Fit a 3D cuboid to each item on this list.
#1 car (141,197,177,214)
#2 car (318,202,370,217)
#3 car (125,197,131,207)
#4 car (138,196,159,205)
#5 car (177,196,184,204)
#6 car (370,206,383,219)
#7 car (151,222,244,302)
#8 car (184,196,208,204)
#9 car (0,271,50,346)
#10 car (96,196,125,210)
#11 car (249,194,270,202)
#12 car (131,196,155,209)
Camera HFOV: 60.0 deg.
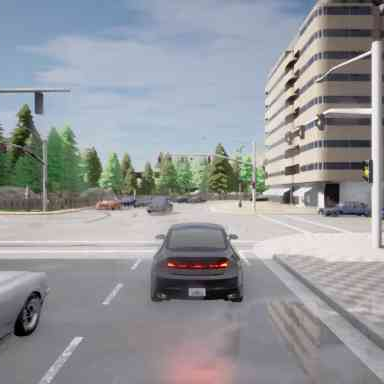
[{"bbox_3d":[-3.381,1.561,35.495,2.033,1.411,5.357,0,1,8],"label":"car"},{"bbox_3d":[14.609,1.603,30.905,5.357,1.411,2.033,0,0,0],"label":"car"},{"bbox_3d":[-9.861,1.477,50.986,1.882,1.535,5.008,0,0,7],"label":"car"},{"bbox_3d":[-7.818,1.505,60.705,1.837,1.490,4.892,0,0,19],"label":"car"},{"bbox_3d":[-2.194,1.477,65.288,1.882,1.535,5.008,0,0,28],"label":"car"},{"bbox_3d":[17.705,1.581,27.395,4.674,1.442,1.812,0,0,0],"label":"car"},{"bbox_3d":[0.118,1.505,8.238,1.837,1.490,4.892,0,0,1],"label":"car"},{"bbox_3d":[1.128,1.547,64.035,2.033,1.411,5.357,0,0,28],"label":"car"},{"bbox_3d":[-3.425,1.601,3.718,1.895,1.301,4.718,0,0,0],"label":"car"},{"bbox_3d":[-10.394,1.352,41.775,2.097,1.767,4.553,0,0,2],"label":"car"},{"bbox_3d":[15.203,1.595,74.682,4.718,1.301,1.895,0,0,-33],"label":"car"},{"bbox_3d":[-6.737,1.564,45.999,1.994,1.385,4.181,0,0,0],"label":"car"}]
